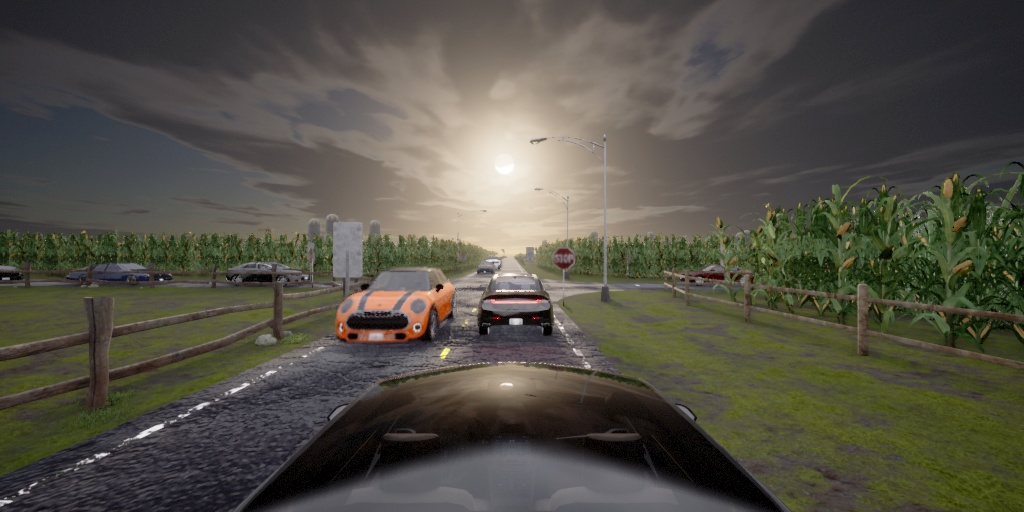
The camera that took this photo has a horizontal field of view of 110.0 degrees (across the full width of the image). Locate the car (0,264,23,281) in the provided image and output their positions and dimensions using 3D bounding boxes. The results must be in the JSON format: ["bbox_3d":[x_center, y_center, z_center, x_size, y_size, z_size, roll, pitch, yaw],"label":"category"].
[{"bbox_3d":[-35.258,0.899,23.448,4.553,1.767,2.097,0,-1,0],"label":"car"}]

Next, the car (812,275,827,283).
[{"bbox_3d":[24.187,1.439,25.874,4.892,1.490,1.837,0,-1,0],"label":"car"}]

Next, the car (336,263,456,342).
[{"bbox_3d":[-2.859,1.103,9.790,2.097,1.767,4.553,0,0,0],"label":"car"}]

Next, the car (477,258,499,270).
[{"bbox_3d":[-2.898,1.287,40.853,2.033,1.411,5.357,0,0,0],"label":"car"}]

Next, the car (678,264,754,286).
[{"bbox_3d":[14.723,1.346,25.959,5.008,1.535,1.882,0,-1,1],"label":"car"}]

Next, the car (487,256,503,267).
[{"bbox_3d":[-2.899,0.955,54.400,2.150,2.045,5.566,0,0,0],"label":"car"}]

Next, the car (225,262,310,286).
[{"bbox_3d":[-15.729,1.141,23.229,4.902,1.511,2.128,0,-1,2],"label":"car"}]

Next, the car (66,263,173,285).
[{"bbox_3d":[-25.477,1.144,23.353,5.357,1.411,2.033,0,-1,0],"label":"car"}]

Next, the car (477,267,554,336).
[{"bbox_3d":[0.088,1.242,10.384,2.128,1.511,4.902,0,0,0],"label":"car"}]
